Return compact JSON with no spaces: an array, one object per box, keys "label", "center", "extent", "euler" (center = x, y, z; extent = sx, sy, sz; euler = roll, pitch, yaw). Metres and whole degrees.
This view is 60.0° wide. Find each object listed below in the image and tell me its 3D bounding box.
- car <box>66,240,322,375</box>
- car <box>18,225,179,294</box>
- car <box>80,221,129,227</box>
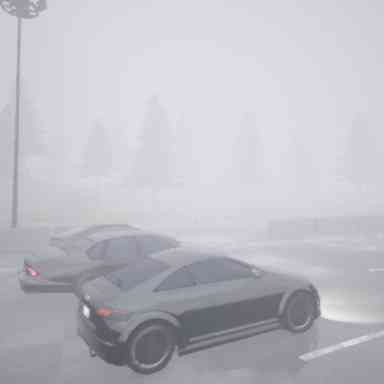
[{"label":"car","center":[0.238,1.684,5.751],"extent":[4.181,1.385,1.994],"euler":[1,-2,-30]},{"label":"car","center":[-1.549,1.742,8.767],"extent":[5.357,1.411,2.033],"euler":[1,-2,-30]},{"label":"car","center":[-2.700,1.800,12.104],"extent":[4.674,1.442,1.812],"euler":[1,-1,-28]}]
